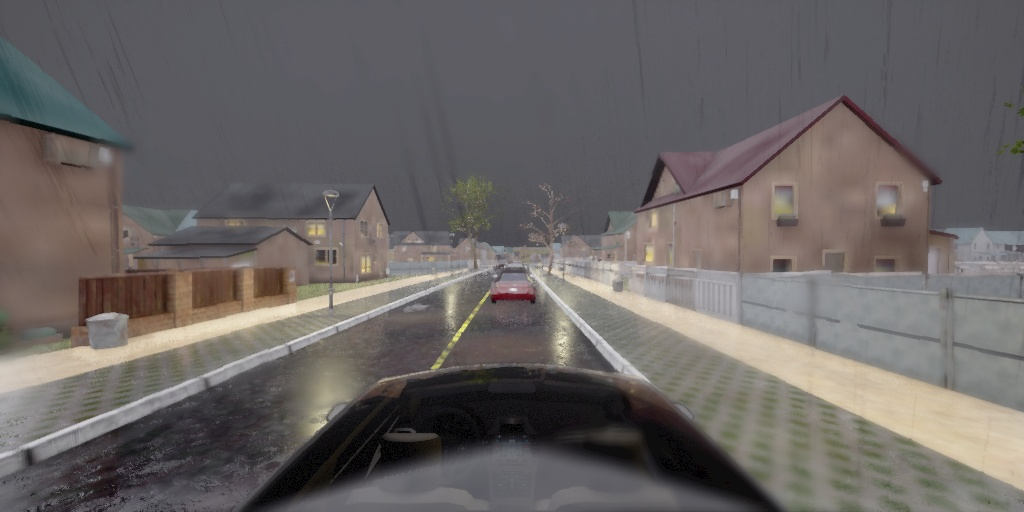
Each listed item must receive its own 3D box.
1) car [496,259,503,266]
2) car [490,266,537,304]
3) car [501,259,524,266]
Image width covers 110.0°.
[{"bbox_3d":[-1.575,1.371,61.588,2.097,1.767,4.553,0,0,2],"label":"car"},{"bbox_3d":[0.074,1.333,16.485,1.994,1.385,4.181,0,0,1],"label":"car"},{"bbox_3d":[0.293,1.285,31.479,1.882,1.535,5.008,0,0,1],"label":"car"}]
